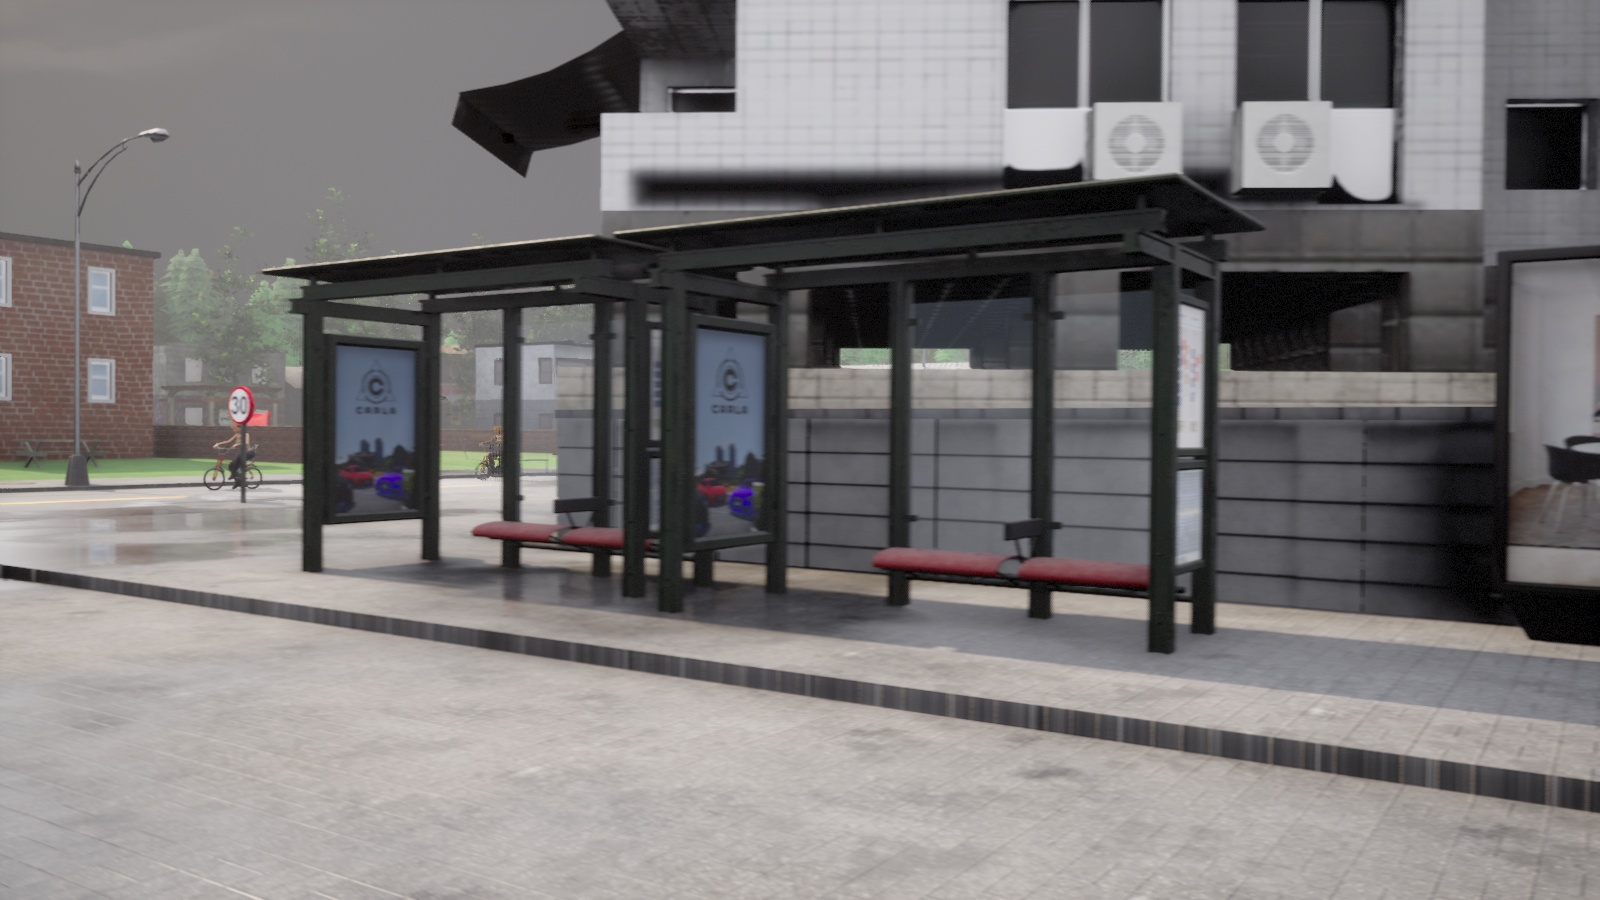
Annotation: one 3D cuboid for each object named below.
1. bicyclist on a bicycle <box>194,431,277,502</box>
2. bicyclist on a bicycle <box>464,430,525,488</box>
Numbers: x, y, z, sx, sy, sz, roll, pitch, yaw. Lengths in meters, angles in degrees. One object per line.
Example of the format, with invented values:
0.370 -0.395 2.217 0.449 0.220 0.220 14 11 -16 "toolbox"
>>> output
-13.226 0.370 29.448 0.866 1.612 1.509 0 1 33 "bicyclist on a bicycle"
-8.783 0.238 36.181 0.866 1.612 1.509 0 1 33 "bicyclist on a bicycle"
